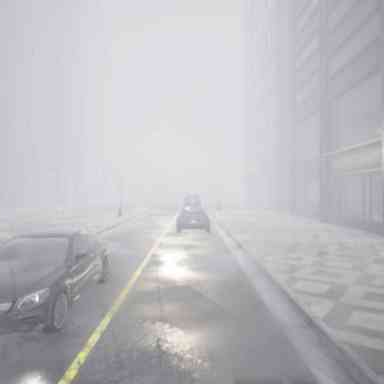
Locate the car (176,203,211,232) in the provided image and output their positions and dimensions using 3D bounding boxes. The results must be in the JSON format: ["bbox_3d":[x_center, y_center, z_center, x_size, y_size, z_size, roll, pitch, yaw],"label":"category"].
[{"bbox_3d":[0.077,1.578,20.080,1.994,1.385,4.181,0,0,0],"label":"car"}]

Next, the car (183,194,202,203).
[{"bbox_3d":[0.049,1.246,41.824,2.150,2.045,5.566,0,0,0],"label":"car"}]

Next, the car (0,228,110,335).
[{"bbox_3d":[-3.006,1.533,6.905,1.812,1.442,4.674,0,0,0],"label":"car"}]
